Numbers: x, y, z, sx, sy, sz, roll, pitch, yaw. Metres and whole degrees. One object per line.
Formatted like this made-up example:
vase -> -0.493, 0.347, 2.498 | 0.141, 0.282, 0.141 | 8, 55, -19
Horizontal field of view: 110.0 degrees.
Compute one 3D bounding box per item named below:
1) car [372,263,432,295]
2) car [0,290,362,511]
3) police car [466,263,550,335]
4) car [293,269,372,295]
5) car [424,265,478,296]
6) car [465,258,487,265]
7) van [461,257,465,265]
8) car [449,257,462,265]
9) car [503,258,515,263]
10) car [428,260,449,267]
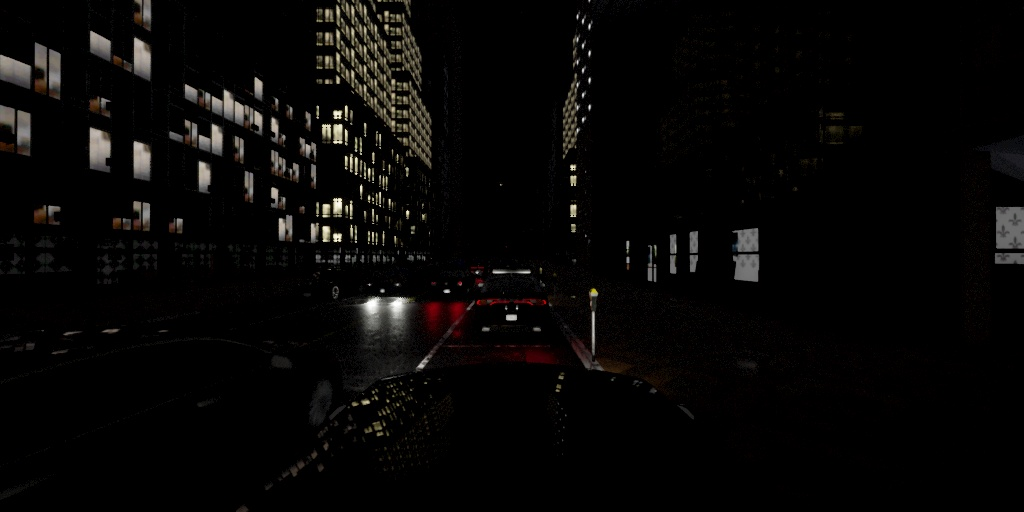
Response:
car -> -6.247, 1.294, 19.948 | 2.033, 1.411, 5.357 | 0, 0, 0
car -> -3.045, 1.254, 2.545 | 1.837, 1.490, 4.892 | 0, 0, 0
police car -> -0.012, 1.174, 10.609 | 1.930, 1.638, 5.238 | 0, 0, 0
car -> -8.836, 1.313, 17.650 | 1.948, 1.339, 4.313 | 0, 0, 0
car -> -3.045, 1.348, 19.030 | 1.895, 1.301, 4.718 | 0, 0, 0
car -> -3.145, 1.244, 34.860 | 1.837, 1.490, 4.892 | 0, 0, 0
van -> -8.836, 1.064, 57.496 | 1.690, 1.789, 3.998 | 0, 0, 0
car -> -8.836, 1.273, 51.803 | 1.888, 1.381, 4.507 | 0, 0, 0
car -> -0.455, 1.298, 46.099 | 1.948, 1.339, 4.313 | 0, 0, 0
car -> -8.836, 1.286, 40.419 | 2.007, 1.370, 4.403 | 0, 0, 0
